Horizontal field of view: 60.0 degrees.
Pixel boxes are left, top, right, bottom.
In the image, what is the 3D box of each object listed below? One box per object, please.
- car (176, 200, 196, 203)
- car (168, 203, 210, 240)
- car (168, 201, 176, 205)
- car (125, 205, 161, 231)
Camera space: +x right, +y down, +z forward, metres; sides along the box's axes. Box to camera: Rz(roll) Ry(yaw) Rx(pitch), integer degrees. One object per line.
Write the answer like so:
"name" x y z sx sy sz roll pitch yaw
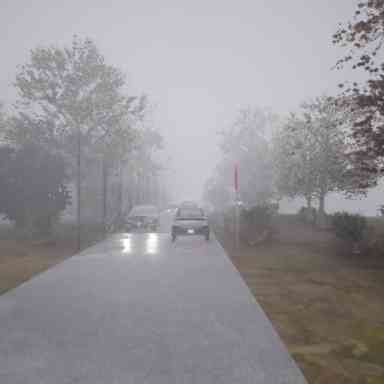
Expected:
"car" -0.304 1.674 35.749 2.097 1.767 4.553 0 -1 -1
"car" -0.081 1.569 17.344 2.128 1.511 4.902 0 0 -1
"car" -3.427 2.450 61.998 1.882 1.535 5.008 0 -2 0
"car" -3.079 1.623 21.467 1.837 1.490 4.892 0 -1 -1
